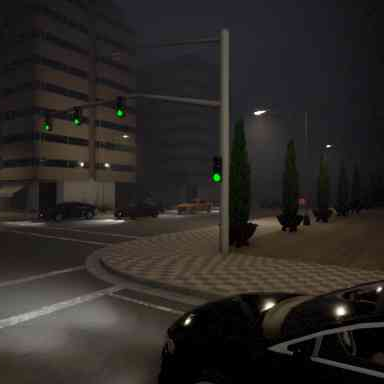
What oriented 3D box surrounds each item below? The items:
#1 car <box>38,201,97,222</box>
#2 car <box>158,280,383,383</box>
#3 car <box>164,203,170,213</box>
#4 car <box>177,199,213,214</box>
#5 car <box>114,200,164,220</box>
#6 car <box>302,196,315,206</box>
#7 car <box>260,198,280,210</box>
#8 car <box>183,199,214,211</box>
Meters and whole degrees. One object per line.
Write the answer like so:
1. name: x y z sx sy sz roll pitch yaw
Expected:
1. car: -10.160 1.560 27.487 1.837 1.490 4.892 0 0 35
2. car: 1.895 1.492 2.622 4.902 1.511 2.128 0 0 36
3. car: -4.538 1.603 35.443 2.033 1.411 5.357 0 0 35
4. car: 0.368 1.533 36.316 1.882 1.535 5.008 0 0 35
5. car: -4.784 1.619 29.030 1.994 1.385 4.181 0 0 35
6. car: 19.675 1.408 57.440 2.097 1.767 4.553 0 0 34
7. car: 10.780 1.547 44.640 2.128 1.511 4.902 0 0 35
8. car: 0.916 1.619 43.131 1.994 1.385 4.181 0 0 36
